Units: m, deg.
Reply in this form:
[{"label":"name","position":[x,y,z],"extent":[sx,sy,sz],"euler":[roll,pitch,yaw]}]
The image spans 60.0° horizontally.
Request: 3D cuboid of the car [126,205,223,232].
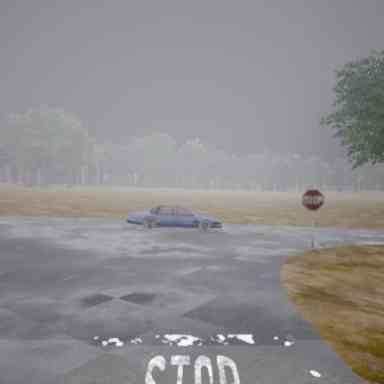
[{"label":"car","position":[-0.980,1.448,18.938],"extent":[5.357,1.411,2.033],"euler":[2,-1,-3]}]
